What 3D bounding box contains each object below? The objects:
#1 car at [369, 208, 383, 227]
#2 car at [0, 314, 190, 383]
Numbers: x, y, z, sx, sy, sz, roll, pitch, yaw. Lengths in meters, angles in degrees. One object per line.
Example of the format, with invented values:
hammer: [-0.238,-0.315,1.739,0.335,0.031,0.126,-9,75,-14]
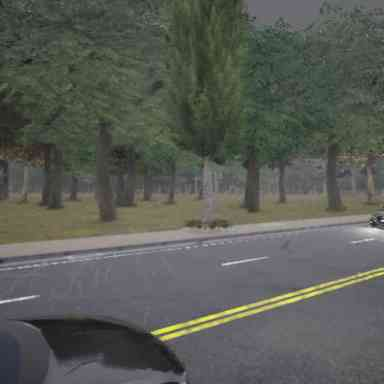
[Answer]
car: [13.030,1.516,20.985,4.181,1.385,1.994,0,0,-36]
car: [-2.216,1.492,1.860,4.902,1.511,2.128,0,0,-35]
